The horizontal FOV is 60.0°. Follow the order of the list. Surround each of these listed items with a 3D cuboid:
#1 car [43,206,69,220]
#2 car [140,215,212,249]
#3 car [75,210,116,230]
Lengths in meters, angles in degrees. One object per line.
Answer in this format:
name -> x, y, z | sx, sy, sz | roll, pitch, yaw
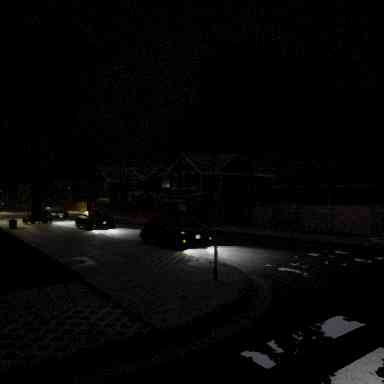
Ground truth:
car -> -14.618, 2.239, 35.576 | 2.128, 1.511, 4.902 | 0, -1, -35
car -> -0.888, 1.852, 16.378 | 1.994, 1.385, 4.181 | 0, -1, -35
car -> -7.458, 2.078, 25.542 | 1.994, 1.385, 4.181 | 0, -1, -36
